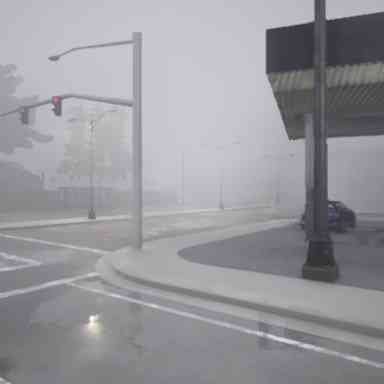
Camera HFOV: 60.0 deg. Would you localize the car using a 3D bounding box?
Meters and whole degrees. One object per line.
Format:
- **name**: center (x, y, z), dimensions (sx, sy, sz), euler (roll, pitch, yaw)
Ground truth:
- **car**: center (7.805, 1.304, 18.901), dimensions (2.242, 1.667, 4.611), euler (0, 0, 37)
